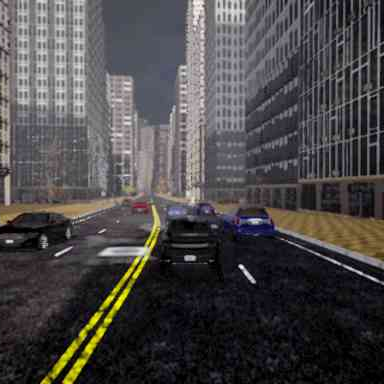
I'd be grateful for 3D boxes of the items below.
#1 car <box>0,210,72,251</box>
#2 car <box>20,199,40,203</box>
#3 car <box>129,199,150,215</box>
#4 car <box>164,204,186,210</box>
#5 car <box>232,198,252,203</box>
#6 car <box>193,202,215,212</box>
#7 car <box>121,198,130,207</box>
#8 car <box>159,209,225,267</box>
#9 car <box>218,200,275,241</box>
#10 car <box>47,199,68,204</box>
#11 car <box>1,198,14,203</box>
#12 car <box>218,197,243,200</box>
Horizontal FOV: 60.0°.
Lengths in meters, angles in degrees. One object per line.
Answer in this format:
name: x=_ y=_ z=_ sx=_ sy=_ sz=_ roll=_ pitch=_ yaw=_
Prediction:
car: x=-6.901 y=1.592 z=14.854 sx=1.882 sy=1.535 sz=5.008 roll=0 pitch=-1 yaw=-3
car: x=-35.700 y=1.955 z=73.494 sx=4.206 sy=1.307 sz=1.802 roll=0 pitch=0 yaw=-6
car: x=-6.026 y=1.764 z=38.954 sx=1.882 sy=1.535 sz=5.008 roll=0 pitch=0 yaw=-7
car: x=-1.422 y=1.762 z=29.423 sx=2.033 sy=1.411 sz=5.357 roll=0 pitch=0 yaw=-6
car: x=13.152 y=2.217 z=87.410 sx=4.829 sy=1.417 sz=1.752 roll=0 pitch=0 yaw=-6
car: x=1.195 y=1.773 z=34.942 sx=1.812 sy=1.442 sz=4.674 roll=0 pitch=0 yaw=-7
car: x=-12.238 y=1.957 z=62.433 sx=1.837 sy=1.490 sz=4.892 roll=0 pitch=0 yaw=-7
car: x=-0.117 y=1.595 z=11.720 sx=1.837 sy=1.490 sz=4.892 roll=0 pitch=0 yaw=-2
car: x=2.841 y=1.481 z=17.773 sx=2.097 sy=1.767 sz=4.553 roll=0 pitch=0 yaw=-3
car: x=-30.045 y=1.985 z=74.081 sx=4.313 sy=1.339 sz=1.947 roll=0 pitch=0 yaw=-6
car: x=-41.357 y=1.893 z=72.947 sx=4.313 sy=1.339 sz=1.947 roll=0 pitch=0 yaw=-6
car: x=8.636 y=2.042 z=78.481 sx=5.009 sy=1.841 sz=2.192 roll=0 pitch=0 yaw=-6
